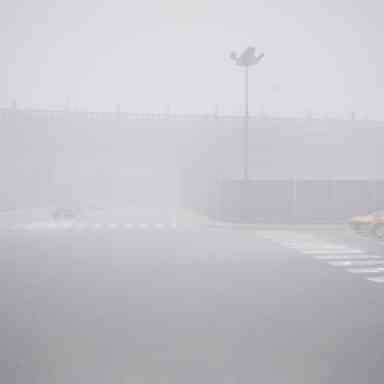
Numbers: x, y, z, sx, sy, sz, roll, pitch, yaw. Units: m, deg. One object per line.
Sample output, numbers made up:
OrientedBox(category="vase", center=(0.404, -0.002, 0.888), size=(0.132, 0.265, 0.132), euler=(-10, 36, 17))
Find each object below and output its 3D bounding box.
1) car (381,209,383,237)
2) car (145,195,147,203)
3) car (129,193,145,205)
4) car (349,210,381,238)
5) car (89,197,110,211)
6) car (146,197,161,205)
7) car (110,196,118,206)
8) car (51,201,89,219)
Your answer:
OrientedBox(category="car", center=(11.356, 1.578, 14.482), size=(4.902, 1.511, 2.128), euler=(1, 0, -7))
OrientedBox(category="car", center=(-10.396, 1.420, 70.531), size=(2.097, 1.767, 4.553), euler=(0, 0, 8))
OrientedBox(category="car", center=(-10.126, 1.268, 59.904), size=(2.150, 2.045, 5.566), euler=(0, 0, -5))
OrientedBox(category="car", center=(11.068, 1.568, 17.967), size=(5.008, 1.535, 1.882), euler=(0, 0, -6))
OrientedBox(category="car", center=(-11.916, 1.521, 41.636), size=(1.812, 1.442, 4.674), euler=(0, 0, -6))
OrientedBox(category="car", center=(-6.554, 1.639, 59.120), size=(1.994, 1.385, 4.181), euler=(0, 0, -5))
OrientedBox(category="car", center=(-13.352, 1.515, 55.309), size=(1.837, 1.490, 4.892), euler=(0, 0, -6))
OrientedBox(category="car", center=(-10.512, 1.583, 28.614), size=(1.895, 1.301, 4.718), euler=(0, 0, -6))
